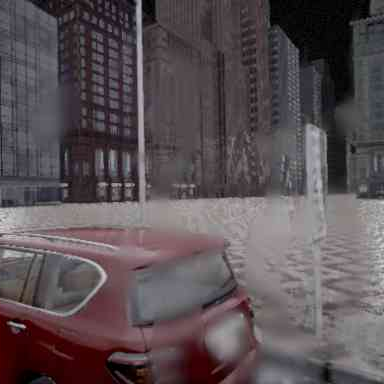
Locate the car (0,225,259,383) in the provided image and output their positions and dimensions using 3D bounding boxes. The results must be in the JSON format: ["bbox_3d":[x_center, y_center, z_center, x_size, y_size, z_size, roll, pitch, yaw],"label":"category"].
[{"bbox_3d":[-1.665,1.337,4.039,5.009,1.841,2.192,-1,-1,35],"label":"car"}]
